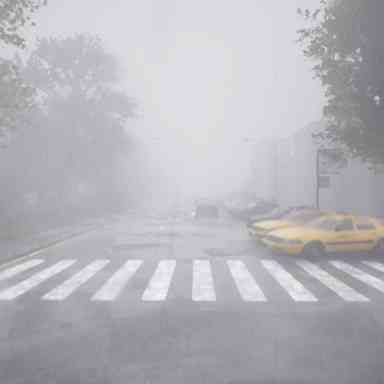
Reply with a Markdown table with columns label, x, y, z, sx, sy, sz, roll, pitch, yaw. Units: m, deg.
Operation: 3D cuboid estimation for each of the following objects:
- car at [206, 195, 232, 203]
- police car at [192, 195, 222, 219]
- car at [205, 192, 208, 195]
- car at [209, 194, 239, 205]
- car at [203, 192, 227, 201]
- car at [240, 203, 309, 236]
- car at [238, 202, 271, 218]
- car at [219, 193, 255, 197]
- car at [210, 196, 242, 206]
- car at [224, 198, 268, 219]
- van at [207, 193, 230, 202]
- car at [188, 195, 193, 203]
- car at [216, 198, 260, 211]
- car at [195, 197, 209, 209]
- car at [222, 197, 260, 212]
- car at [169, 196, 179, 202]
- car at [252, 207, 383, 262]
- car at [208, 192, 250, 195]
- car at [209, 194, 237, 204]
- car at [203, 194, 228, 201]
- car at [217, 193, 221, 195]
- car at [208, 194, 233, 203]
| label | x | y | z | sx | sy | sz | roll | pitch | yaw |
| --- | --- | --- | --- | --- | --- | --- | --- | --- | --- |
| car | 5.626 | 1.385 | 69.124 | 5.008 | 1.535 | 2.097 | 1 | 0 | -20 |
| police car | 1.230 | 1.370 | 28.931 | 1.930 | 1.638 | 5.238 | 0 | 0 | 0 |
| car | 5.497 | 1.136 | 51.089 | 5.566 | 2.045 | 2.435 | 1 | 0 | -20 |
| car | 5.530 | 1.258 | 57.103 | 4.553 | 1.767 | 2.185 | 1 | 0 | -20 |
| car | 5.710 | 1.140 | 84.161 | 5.566 | 2.045 | 2.435 | 1 | 0 | -20 |
| car | 5.149 | 1.472 | 15.021 | 5.366 | 1.575 | 1.946 | 1 | 0 | -20 |
| car | 5.339 | 1.468 | 18.085 | 4.892 | 1.521 | 2.231 | 1 | 0 | -20 |
| car | 5.431 | 1.294 | 33.096 | 4.553 | 1.767 | 2.185 | 1 | 0 | -20 |
| car | 5.515 | 1.415 | 54.089 | 4.792 | 1.488 | 2.163 | 1 | 0 | -20 |
| car | 5.368 | 1.477 | 27.085 | 4.674 | 1.452 | 2.002 | 1 | 1 | -20 |
| van | 5.759 | 1.162 | 72.169 | 4.442 | 1.987 | 1.878 | 1 | 0 | -20 |
| car | 0.242 | 1.390 | 64.890 | 2.128 | 1.511 | 4.902 | 0 | 0 | 0 |
| car | 5.433 | 1.445 | 39.095 | 4.674 | 1.452 | 2.002 | 1 | 0 | -20 |
| car | 1.321 | 1.435 | 44.821 | 1.812 | 1.442 | 4.674 | 0 | 0 | 0 |
| car | 5.353 | 1.456 | 30.077 | 4.792 | 1.488 | 2.163 | 1 | 0 | -20 |
| car | -3.782 | 1.451 | 70.969 | 1.994 | 1.385 | 4.181 | 0 | 0 | 0 |
| car | 5.144 | 1.482 | 12.019 | 5.366 | 1.575 | 1.946 | 1 | 0 | -20 |
| car | 5.447 | 1.148 | 42.072 | 5.566 | 2.045 | 2.435 | 1 | 0 | -20 |
| car | 5.550 | 1.257 | 60.104 | 4.553 | 1.767 | 2.185 | 1 | 0 | -20 |
| car | 5.495 | 1.383 | 78.069 | 5.366 | 1.575 | 1.946 | 1 | 0 | -20 |
| car | 5.450 | 1.287 | 36.098 | 4.553 | 1.767 | 2.185 | 1 | 0 | -20 |
| car | 5.652 | 1.259 | 66.121 | 4.553 | 1.767 | 2.185 | 1 | 0 | -20 |
